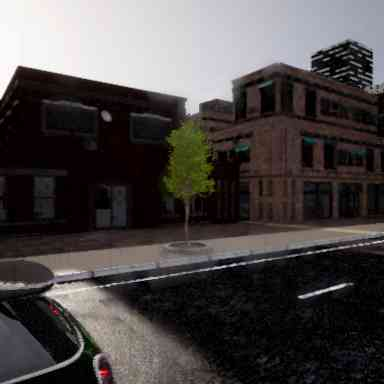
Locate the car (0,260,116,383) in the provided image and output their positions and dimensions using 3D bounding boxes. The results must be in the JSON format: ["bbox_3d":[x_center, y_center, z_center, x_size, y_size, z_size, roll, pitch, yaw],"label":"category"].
[{"bbox_3d":[-2.706,1.341,1.716,4.553,1.767,2.097,1,0,-35],"label":"car"}]
